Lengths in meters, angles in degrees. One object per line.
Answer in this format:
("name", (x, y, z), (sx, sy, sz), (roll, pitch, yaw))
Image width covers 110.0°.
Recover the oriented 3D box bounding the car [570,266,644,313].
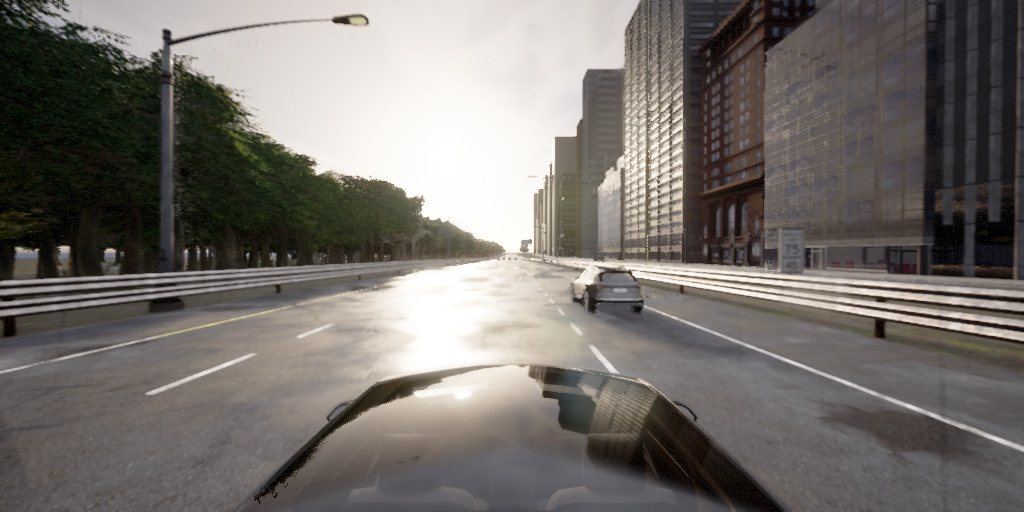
("car", (3.551, 1.198, 14.039), (2.033, 1.649, 4.856), (0, 0, 0))
